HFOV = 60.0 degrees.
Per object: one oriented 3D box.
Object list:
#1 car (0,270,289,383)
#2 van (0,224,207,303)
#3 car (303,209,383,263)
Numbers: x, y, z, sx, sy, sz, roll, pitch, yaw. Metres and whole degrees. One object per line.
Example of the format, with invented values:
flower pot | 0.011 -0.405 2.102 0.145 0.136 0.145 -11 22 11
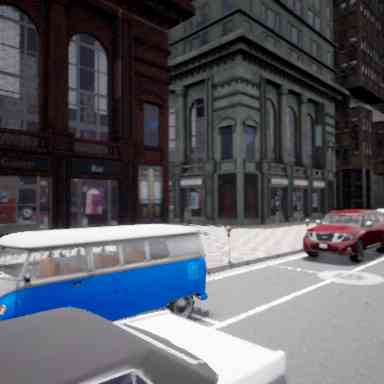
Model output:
car | -1.369 1.673 2.102 4.718 1.301 1.895 1 -2 -45
van | -1.495 1.519 5.868 3.998 1.788 1.690 1 -2 -45
car | 6.531 1.673 13.782 5.009 1.841 2.192 1 -2 -45
